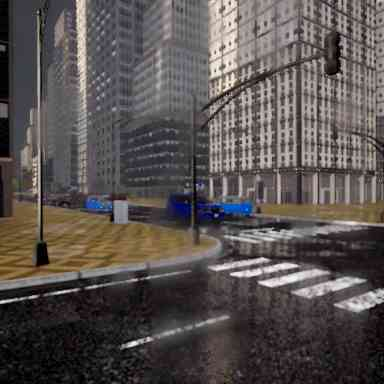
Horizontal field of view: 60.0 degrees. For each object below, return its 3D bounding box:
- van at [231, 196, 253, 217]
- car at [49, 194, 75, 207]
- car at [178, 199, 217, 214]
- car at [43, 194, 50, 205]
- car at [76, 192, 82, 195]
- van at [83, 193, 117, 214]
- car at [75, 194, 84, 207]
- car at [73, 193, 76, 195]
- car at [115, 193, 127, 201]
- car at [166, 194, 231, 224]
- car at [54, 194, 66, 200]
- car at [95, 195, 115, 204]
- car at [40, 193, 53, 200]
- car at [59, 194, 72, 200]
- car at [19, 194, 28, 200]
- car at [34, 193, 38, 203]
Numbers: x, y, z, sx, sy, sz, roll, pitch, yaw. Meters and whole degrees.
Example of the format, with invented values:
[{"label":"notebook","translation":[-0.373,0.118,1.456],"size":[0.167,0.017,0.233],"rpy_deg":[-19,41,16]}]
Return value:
[{"label":"van","translation":[3.671,1.274,30.062],"size":[1.690,1.788,3.998],"rpy_deg":[0,0,-34]},{"label":"car","translation":[-18.921,1.409,48.191],"size":[1.947,1.339,4.313],"rpy_deg":[0,0,-34]},{"label":"car","translation":[0.483,1.453,34.592],"size":[1.887,1.381,4.507],"rpy_deg":[0,0,-34]},{"label":"car","translation":[-22.034,1.367,52.771],"size":[2.008,1.369,4.403],"rpy_deg":[0,0,-34]},{"label":"car","translation":[-21.331,1.292,66.646],"size":[1.947,1.339,4.313],"rpy_deg":[0,0,-34]},{"label":"van","translation":[-9.579,1.261,34.446],"size":[1.690,1.788,3.998],"rpy_deg":[0,0,-34]},{"label":"car","translation":[-13.969,1.402,45.558],"size":[2.033,1.411,5.357],"rpy_deg":[0,0,-34]},{"label":"car","translation":[-24.444,1.015,71.226],"size":[2.192,1.841,5.009],"rpy_deg":[0,0,-34]},{"label":"car","translation":[-11.989,1.120,52.901],"size":[2.192,1.841,5.009],"rpy_deg":[0,0,-34]},{"label":"car","translation":[0.098,1.187,24.805],"size":[2.150,2.045,5.566],"rpy_deg":[0,1,-34]},{"label":"car","translation":[-33.882,1.145,85.111],"size":[1.752,1.417,4.829],"rpy_deg":[0,0,-34]},{"label":"car","translation":[-15.104,1.324,57.483],"size":[1.887,1.381,4.507],"rpy_deg":[0,0,-34]},{"label":"car","translation":[-37.568,1.137,85.743],"size":[2.128,1.511,4.902],"rpy_deg":[0,0,-34]},{"label":"car","translation":[-30.673,1.198,80.389],"size":[2.008,1.369,4.403],"rpy_deg":[0,0,-34]},{"label":"car","translation":[-40.717,1.240,80.260],"size":[1.802,1.307,4.206],"rpy_deg":[0,0,-34]},{"label":"car","translation":[-28.262,1.346,61.935],"size":[1.802,1.307,4.206],"rpy_deg":[0,0,-34]}]
